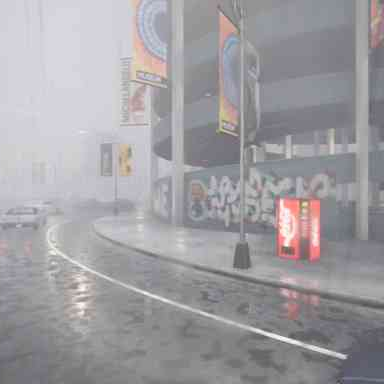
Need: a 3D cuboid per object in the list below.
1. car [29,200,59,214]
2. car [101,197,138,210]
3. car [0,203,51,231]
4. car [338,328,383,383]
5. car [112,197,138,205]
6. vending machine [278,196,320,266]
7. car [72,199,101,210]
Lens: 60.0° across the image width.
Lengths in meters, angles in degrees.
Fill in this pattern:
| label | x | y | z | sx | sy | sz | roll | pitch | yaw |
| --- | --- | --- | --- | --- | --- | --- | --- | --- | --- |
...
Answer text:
| label | x | y | z | sx | sy | sz | roll | pitch | yaw |
| --- | --- | --- | --- | --- | --- | --- | --- | --- | --- |
| car | -14.753 | 1.526 | 32.542 | 1.812 | 1.442 | 4.674 | 0 | 0 | 3 |
| car | -9.061 | 1.526 | 42.051 | 1.812 | 1.442 | 4.674 | 0 | 0 | 20 |
| car | -10.380 | 1.601 | 20.908 | 1.895 | 1.301 | 4.718 | 0 | 0 | -16 |
| car | 3.589 | 1.547 | 1.651 | 5.357 | 1.411 | 2.033 | 0 | 0 | 34 |
| car | -11.940 | 1.601 | 59.489 | 1.895 | 1.301 | 4.718 | 0 | 0 | 31 |
| vending machine | 3.482 | 1.195 | 10.820 | 0.880 | 2.100 | 1.100 | 0 | 0 | 45 |
| car | -12.878 | 1.547 | 42.362 | 2.033 | 1.411 | 5.357 | 0 | 0 | 20 |
